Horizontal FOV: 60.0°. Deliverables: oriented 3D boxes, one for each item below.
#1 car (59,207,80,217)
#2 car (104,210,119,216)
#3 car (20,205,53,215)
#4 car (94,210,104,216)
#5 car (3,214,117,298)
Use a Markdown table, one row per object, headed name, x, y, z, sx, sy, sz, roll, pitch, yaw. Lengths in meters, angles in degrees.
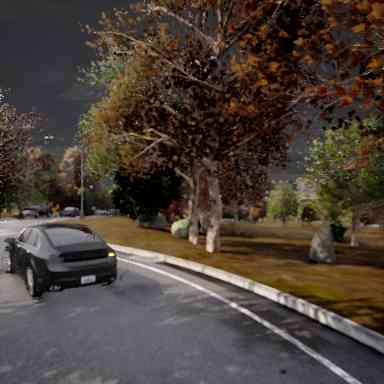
| name | x | y | z | sx | sy | sz | roll | pitch | yaw |
| --- | --- | --- | --- | --- | --- | --- | --- | --- | --- |
| car | -17.614 | 2.917 | 48.451 | 1.812 | 1.442 | 4.674 | 0 | -4 | 2 |
| car | -13.524 | 3.826 | 59.007 | 1.837 | 1.490 | 4.892 | 0 | -5 | 2 |
| car | -18.011 | 2.239 | 38.680 | 2.128 | 1.511 | 4.902 | 0 | -3 | 2 |
| car | -17.014 | 4.186 | 62.725 | 1.812 | 1.442 | 4.674 | 0 | -5 | 3 |
| car | -3.681 | 1.596 | 8.944 | 1.837 | 1.490 | 4.892 | 1 | 0 | -38 |
